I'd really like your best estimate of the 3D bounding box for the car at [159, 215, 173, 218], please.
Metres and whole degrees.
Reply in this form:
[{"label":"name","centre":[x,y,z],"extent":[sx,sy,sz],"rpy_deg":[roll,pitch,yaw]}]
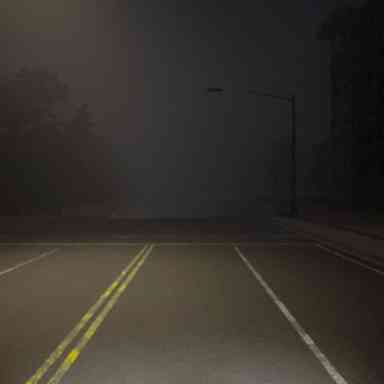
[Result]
[{"label":"car","centre":[-3.585,3.919,45.521],"extent":[1.812,1.442,4.674],"rpy_deg":[0,-10,0]}]
